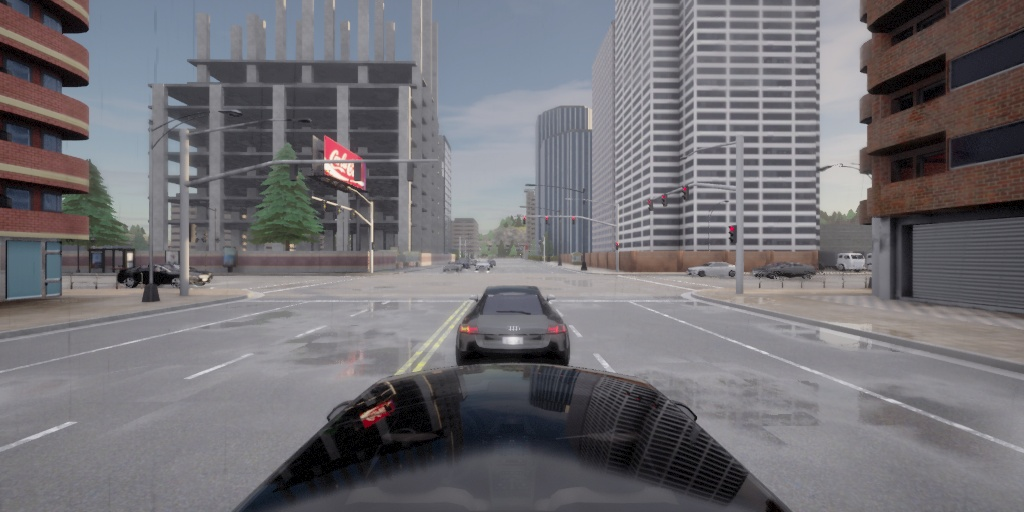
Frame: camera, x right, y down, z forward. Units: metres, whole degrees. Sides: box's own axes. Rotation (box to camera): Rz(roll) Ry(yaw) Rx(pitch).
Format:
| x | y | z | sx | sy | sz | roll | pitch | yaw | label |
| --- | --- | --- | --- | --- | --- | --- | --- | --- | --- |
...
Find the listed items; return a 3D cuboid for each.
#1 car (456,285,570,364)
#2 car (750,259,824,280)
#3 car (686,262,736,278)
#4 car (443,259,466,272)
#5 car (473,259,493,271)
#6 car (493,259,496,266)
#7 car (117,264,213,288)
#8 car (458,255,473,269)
| x | y | z | sx | sy | sz | roll | pitch | yaw | label |
| --- | --- | --- | --- | --- | --- | --- | --- | --- | --- |
| 0.011 | 1.314 | 7.709 | 1.994 | 1.385 | 4.181 | 0 | 0 | 0 | car |
| 23.131 | 1.241 | 30.675 | 4.902 | 1.511 | 2.128 | 0 | 0 | -1 | car |
| 19.084 | 1.277 | 34.097 | 4.674 | 1.442 | 1.812 | -1 | 0 | -1 | car |
| -7.524 | 1.351 | 45.839 | 1.895 | 1.301 | 4.718 | 0 | 0 | 0 | car |
| -4.035 | 1.276 | 49.991 | 1.812 | 1.442 | 4.674 | 0 | 0 | -1 | car |
| -4.124 | 1.351 | 59.979 | 1.895 | 1.301 | 4.718 | 0 | 0 | -1 | car |
| -22.011 | 1.241 | 22.805 | 4.902 | 1.511 | 2.128 | 0 | 0 | -1 | car |
| -7.589 | 1.102 | 54.945 | 2.097 | 1.767 | 4.553 | 0 | 0 | 0 | car |
